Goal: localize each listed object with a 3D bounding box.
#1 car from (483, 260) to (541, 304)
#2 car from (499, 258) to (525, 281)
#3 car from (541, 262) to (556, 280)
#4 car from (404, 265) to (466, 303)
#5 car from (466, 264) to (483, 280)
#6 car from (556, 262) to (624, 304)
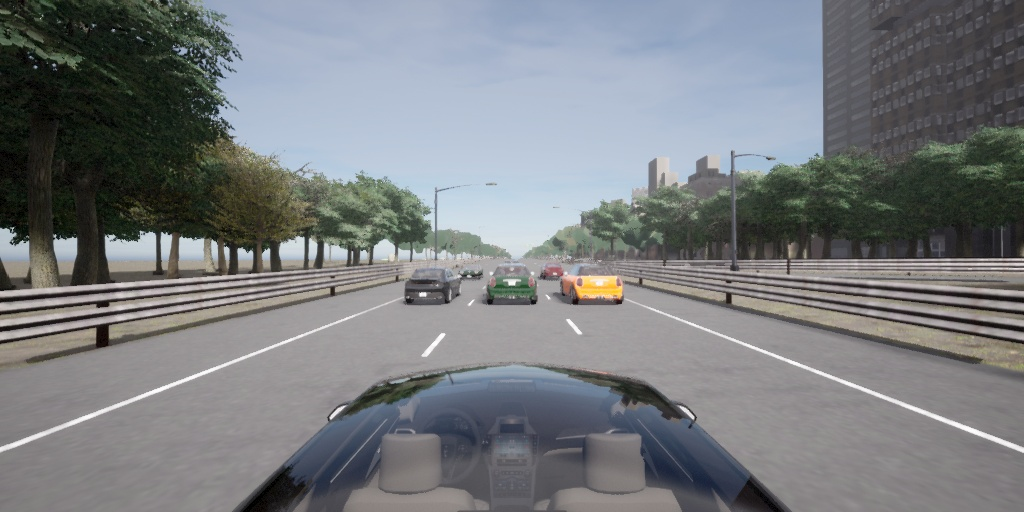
[{"bbox_3d":[0.000,1.116,16.470,2.097,1.767,4.553,0,0,0],"label":"car"},{"bbox_3d":[0.000,1.112,31.470,2.097,1.767,4.553,0,0,0],"label":"car"},{"bbox_3d":[3.500,1.279,31.499,1.812,1.442,4.674,0,0,0],"label":"car"},{"bbox_3d":[-3.500,1.266,16.500,1.837,1.490,4.892,0,0,0],"label":"car"},{"bbox_3d":[-3.500,1.362,31.530,1.895,1.301,4.718,0,0,0],"label":"car"},{"bbox_3d":[3.500,1.116,16.470,2.097,1.767,4.553,0,0,0],"label":"car"}]
